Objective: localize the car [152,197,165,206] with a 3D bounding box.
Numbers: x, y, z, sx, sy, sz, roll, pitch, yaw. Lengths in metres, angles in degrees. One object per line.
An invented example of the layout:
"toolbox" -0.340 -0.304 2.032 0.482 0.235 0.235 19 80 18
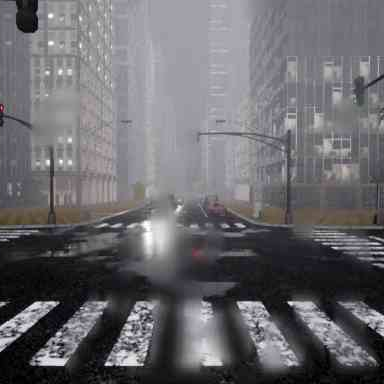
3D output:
"car" -5.425 1.557 54.182 1.802 1.307 4.206 -1 0 0

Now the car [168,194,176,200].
"car" -5.499 1.384 92.854 1.967 1.590 4.097 -1 0 0

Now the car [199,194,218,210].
"car" 2.459 1.297 43.172 2.192 1.841 5.009 -1 0 0

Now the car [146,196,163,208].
"car" -5.417 1.419 48.657 1.967 1.590 4.097 -1 0 0

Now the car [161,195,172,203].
"car" -5.458 1.403 70.755 1.967 1.590 4.097 -1 0 0

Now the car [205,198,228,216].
"car" 2.463 1.569 32.123 1.802 1.307 4.206 -1 0 0

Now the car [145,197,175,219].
"car" -2.908 1.480 28.788 2.128 1.511 4.902 0 0 0

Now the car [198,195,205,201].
"car" 2.393 1.474 87.539 1.752 1.417 4.829 -1 0 0

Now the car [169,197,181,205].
"car" -2.914 1.573 58.323 1.895 1.301 4.718 0 0 0

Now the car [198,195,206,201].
"car" 2.404 1.536 81.844 1.802 1.307 4.206 -1 0 0

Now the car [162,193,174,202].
"car" -5.470 1.273 76.280 2.192 1.841 5.009 -1 0 0

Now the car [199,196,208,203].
"car" 2.424 1.508 70.795 1.887 1.381 4.507 -1 0 0

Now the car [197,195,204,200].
"car" 2.383 1.489 92.893 1.887 1.381 4.507 -1 0 0

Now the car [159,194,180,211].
"car" -2.922 1.206 38.708 2.150 2.045 5.566 0 0 0
